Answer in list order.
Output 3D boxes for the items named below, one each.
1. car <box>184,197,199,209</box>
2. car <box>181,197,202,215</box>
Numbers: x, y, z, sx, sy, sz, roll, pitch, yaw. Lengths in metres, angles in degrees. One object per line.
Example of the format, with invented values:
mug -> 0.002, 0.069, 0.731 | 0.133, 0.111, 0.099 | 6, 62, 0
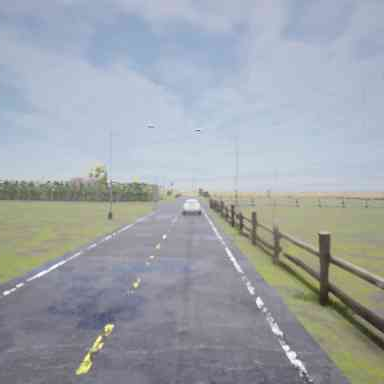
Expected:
car -> -0.116, 1.481, 46.692 | 1.882, 1.535, 5.008 | 0, 0, -2
car -> -0.003, 1.528, 34.232 | 1.812, 1.442, 4.674 | 0, 0, 0
